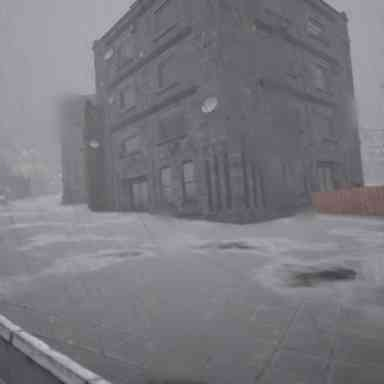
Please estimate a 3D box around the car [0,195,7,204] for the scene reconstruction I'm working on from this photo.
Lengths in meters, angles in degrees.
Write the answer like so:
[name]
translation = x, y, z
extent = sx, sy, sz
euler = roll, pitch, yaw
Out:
[car]
translation = -29.487, 1.230, 49.921
extent = 1.812, 1.442, 4.674
euler = -4, 3, -8
